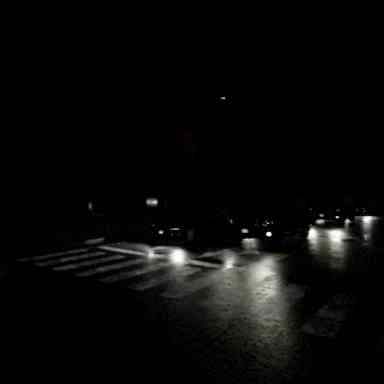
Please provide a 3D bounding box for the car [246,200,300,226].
[{"bbox_3d":[5.831,1.387,23.449,1.882,1.535,5.008,0,0,37],"label":"car"}]

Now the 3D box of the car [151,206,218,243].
[{"bbox_3d":[0.144,1.441,15.917,1.837,1.490,4.892,0,0,37],"label":"car"}]

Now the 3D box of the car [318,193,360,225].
[{"bbox_3d":[9.959,1.134,23.516,2.150,2.045,5.566,0,0,37],"label":"car"}]

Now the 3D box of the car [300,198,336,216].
[{"bbox_3d":[12.118,1.357,31.767,1.882,1.535,5.008,0,0,37],"label":"car"}]

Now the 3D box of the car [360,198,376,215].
[{"bbox_3d":[16.266,1.387,31.862,1.837,1.490,4.892,0,0,37],"label":"car"}]

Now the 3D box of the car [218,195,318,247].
[{"bbox_3d":[3.713,1.163,15.245,2.150,2.045,5.566,0,0,37],"label":"car"}]
